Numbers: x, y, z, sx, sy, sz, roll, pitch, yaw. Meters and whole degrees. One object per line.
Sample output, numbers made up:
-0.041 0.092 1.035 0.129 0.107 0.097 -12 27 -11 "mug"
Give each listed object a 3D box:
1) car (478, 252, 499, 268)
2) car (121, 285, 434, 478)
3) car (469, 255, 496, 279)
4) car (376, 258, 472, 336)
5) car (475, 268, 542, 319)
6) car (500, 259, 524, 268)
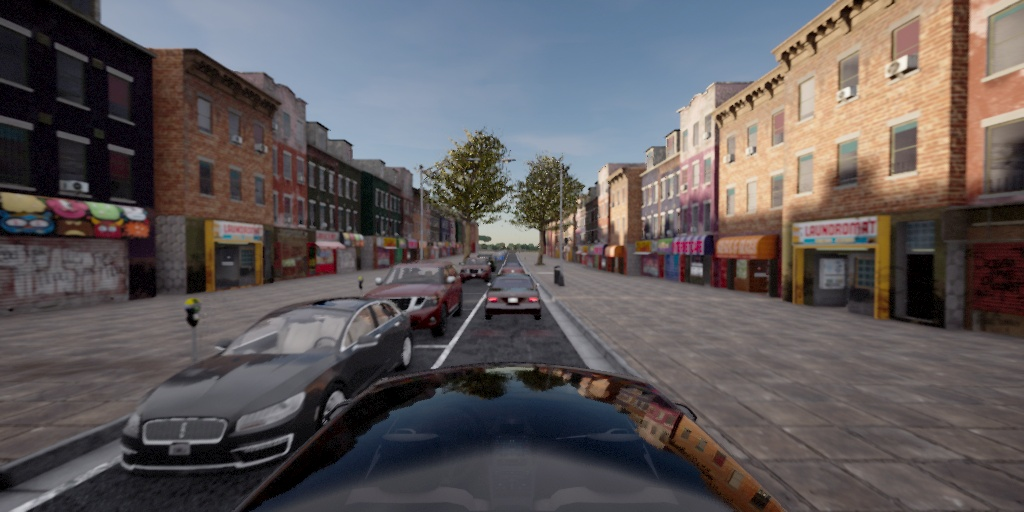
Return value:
-2.980 0.738 41.231 2.150 2.045 5.566 0 1 0 "car"
-2.639 1.315 5.042 2.007 1.370 4.403 0 0 0 "car"
-2.637 1.009 27.240 2.192 1.841 5.009 0 0 0 "car"
-2.639 1.089 10.596 2.192 1.841 5.009 0 0 0 "car"
0.048 1.319 12.893 2.033 1.411 5.357 0 0 0 "car"
0.075 1.208 31.999 1.994 1.385 4.181 0 1 0 "car"
